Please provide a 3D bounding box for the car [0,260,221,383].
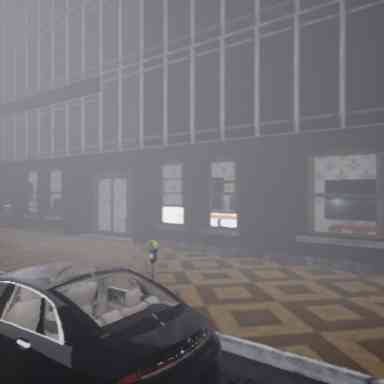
[{"bbox_3d":[-1.759,1.556,4.124,4.403,1.369,2.008,0,0,35],"label":"car"}]
